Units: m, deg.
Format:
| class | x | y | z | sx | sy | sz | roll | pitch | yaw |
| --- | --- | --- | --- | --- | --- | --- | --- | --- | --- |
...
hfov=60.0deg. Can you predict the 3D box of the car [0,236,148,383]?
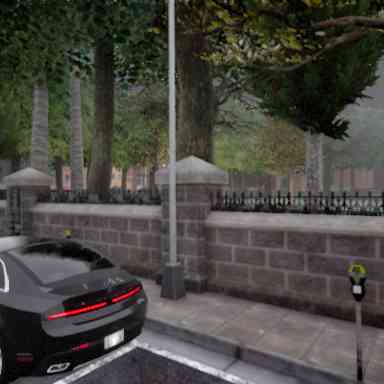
| class | x | y | z | sx | sy | sz | roll | pitch | yaw |
| --- | --- | --- | --- | --- | --- | --- | --- | --- | --- |
| car | -2.889 | 1.472 | 5.335 | 4.892 | 1.490 | 1.837 | 0 | 0 | 35 |
